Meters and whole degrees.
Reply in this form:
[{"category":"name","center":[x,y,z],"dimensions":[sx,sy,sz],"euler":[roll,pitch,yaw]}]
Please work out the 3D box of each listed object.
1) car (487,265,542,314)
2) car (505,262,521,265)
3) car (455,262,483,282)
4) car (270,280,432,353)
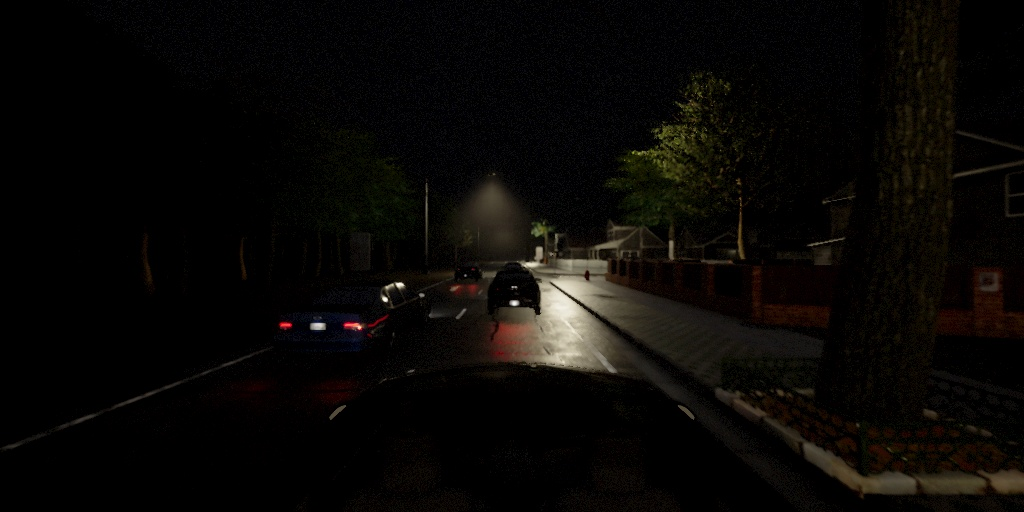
[{"category":"car","center":[0.088,1.250,13.846],"dimensions":[1.837,1.490,4.892],"euler":[0,0,0]},{"category":"car","center":[0.090,1.243,29.868],"dimensions":[1.812,1.442,4.674],"euler":[0,0,0]},{"category":"car","center":[-3.412,1.212,28.861],"dimensions":[2.128,1.511,4.902],"euler":[0,0,0]},{"category":"car","center":[-3.434,1.297,8.883],"dimensions":[2.033,1.411,5.357],"euler":[0,0,0]}]
